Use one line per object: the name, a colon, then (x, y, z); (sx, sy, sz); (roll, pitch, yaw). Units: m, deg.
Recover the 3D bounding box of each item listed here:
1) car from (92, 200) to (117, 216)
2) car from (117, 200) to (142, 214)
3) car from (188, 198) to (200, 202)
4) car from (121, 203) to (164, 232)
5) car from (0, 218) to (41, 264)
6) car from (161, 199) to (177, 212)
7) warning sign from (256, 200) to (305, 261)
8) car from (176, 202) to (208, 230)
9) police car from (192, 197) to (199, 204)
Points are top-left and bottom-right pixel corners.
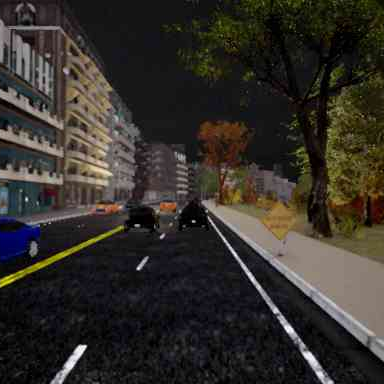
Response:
car: (-9.806, 1.703, 37.807); (2.097, 1.767, 4.553); (0, 0, 0)
car: (-6.558, 1.699, 37.397); (2.097, 1.767, 4.553); (0, 0, 0)
car: (0.069, 1.944, 46.805); (1.837, 1.490, 4.892); (0, 0, 1)
car: (-3.144, 1.704, 21.517); (1.837, 1.490, 4.892); (0, -1, 0)
car: (-6.598, 1.575, 10.454); (1.882, 1.535, 5.008); (0, -1, 0)
car: (-3.195, 1.777, 45.617); (2.097, 1.767, 4.553); (0, -1, 1)
warning sign: (2.844, 1.216, 10.847); (1.300, 1.860, 1.060); (-1, -1, 0)
car: (0.105, 1.691, 23.008); (1.882, 1.535, 5.008); (0, -1, 0)
police car: (1.014, 2.291, 90.888); (1.930, 1.638, 5.238); (0, -1, 1)
